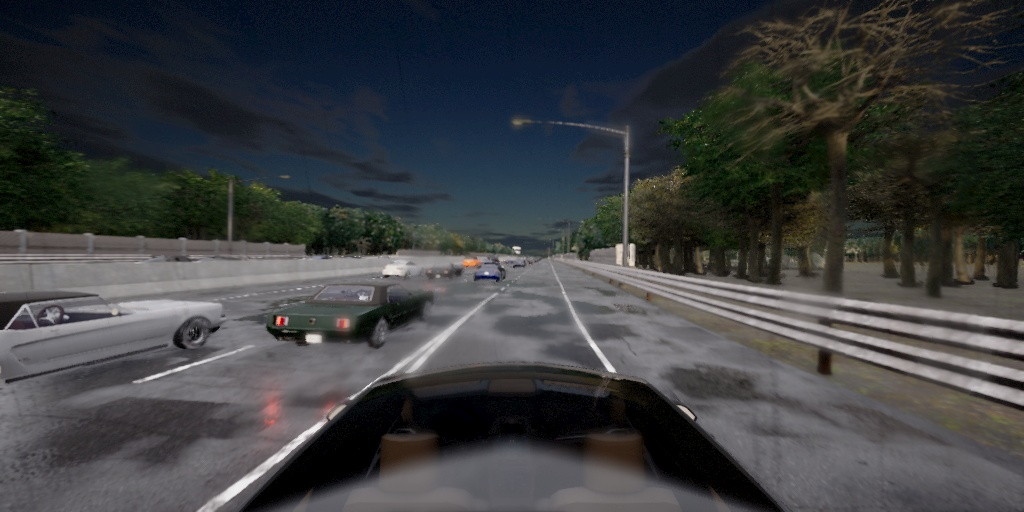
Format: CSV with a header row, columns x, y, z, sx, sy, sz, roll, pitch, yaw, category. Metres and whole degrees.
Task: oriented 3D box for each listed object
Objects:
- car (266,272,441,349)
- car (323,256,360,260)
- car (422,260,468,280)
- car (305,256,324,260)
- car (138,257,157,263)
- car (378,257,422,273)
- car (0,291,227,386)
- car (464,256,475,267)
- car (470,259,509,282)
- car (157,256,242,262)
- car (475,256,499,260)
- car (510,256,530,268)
x,y,z,sx,sy,sz,roll,pitch,yaw,category
-3.474,1.264,8.914,1.895,1.301,4.718,1,0,6,car
-18.126,0.814,39.456,1.837,1.490,4.892,1,0,6,car
-5.111,1.181,28.052,1.895,1.301,4.718,1,0,6,car
-21.609,0.721,39.765,1.882,1.535,5.008,1,0,6,car
-23.186,0.763,23.910,1.837,1.490,4.892,1,0,6,car
-8.593,1.041,28.376,1.812,1.442,4.674,1,0,6,car
-7.309,1.202,5.676,1.895,1.301,4.718,1,0,6,car
-6.044,0.850,54.259,2.097,1.767,4.553,1,0,6,car
-1.630,1.210,27.686,1.994,1.385,4.181,1,0,6,car
-19.704,0.828,23.570,1.837,1.490,4.892,1,0,6,car
-3.149,1.111,47.999,2.033,1.411,5.357,1,0,6,car
1.311,1.179,57.606,2.033,1.411,5.357,1,0,6,car
